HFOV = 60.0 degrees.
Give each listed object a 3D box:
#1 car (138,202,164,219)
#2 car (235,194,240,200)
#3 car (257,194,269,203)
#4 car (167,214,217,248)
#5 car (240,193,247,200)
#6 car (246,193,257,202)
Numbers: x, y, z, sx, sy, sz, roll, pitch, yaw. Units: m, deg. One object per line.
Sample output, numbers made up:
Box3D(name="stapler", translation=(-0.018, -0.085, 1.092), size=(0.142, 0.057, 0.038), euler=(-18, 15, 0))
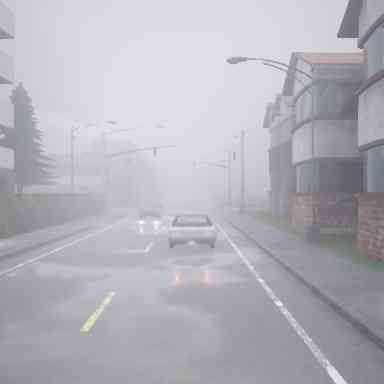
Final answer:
Box3D(name="car", translation=(-3.500, 1.600, 29.610), size=(2.033, 1.411, 5.357), euler=(0, 0, 0))
Box3D(name="car", translation=(13.751, 1.111, 82.772), size=(4.605, 1.855, 1.932), euler=(0, 0, 0))
Box3D(name="car", translation=(14.489, 1.246, 60.655), size=(3.806, 1.475, 1.970), euler=(0, 0, 0))
Box3D(name="car", translation=(0.000, 1.614, 14.680), size=(1.895, 1.301, 4.718), euler=(0, 0, 0))
Box3D(name="car", translation=(14.164, 1.090, 79.867), size=(3.866, 1.878, 1.905), euler=(0, 0, 0))
Box3D(name="car", translation=(14.165, 1.167, 67.072), size=(5.027, 1.636, 2.152), euler=(0, 0, 0))
